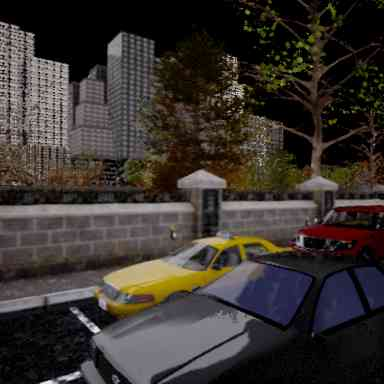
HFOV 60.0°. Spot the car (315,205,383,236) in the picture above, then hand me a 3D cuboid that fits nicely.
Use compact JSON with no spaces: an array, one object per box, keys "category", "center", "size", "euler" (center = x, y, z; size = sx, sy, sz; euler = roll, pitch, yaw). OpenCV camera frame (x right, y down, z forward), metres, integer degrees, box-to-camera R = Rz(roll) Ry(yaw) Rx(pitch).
[{"category":"car","center":[5.209,1.356,10.275],"size":[5.009,1.841,2.192],"euler":[0,0,-36]}]

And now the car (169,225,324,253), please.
[{"category":"car","center":[0.488,1.542,6.905],"size":[4.829,1.417,1.752],"euler":[0,0,-36]}]

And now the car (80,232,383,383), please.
[{"category":"car","center":[1.445,1.562,4.388],"size":[5.357,1.411,2.033],"euler":[0,0,-35]}]
